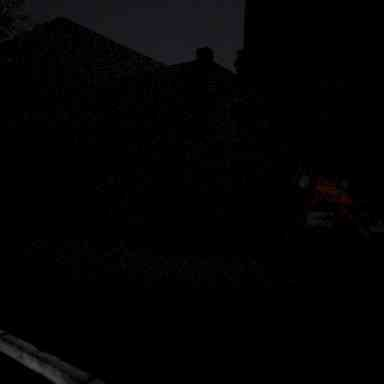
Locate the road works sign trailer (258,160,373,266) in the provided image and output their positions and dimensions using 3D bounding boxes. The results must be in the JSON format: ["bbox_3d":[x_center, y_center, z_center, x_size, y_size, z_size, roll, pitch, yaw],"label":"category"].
[{"bbox_3d":[4.117,1.344,11.244,2.380,3.560,2.880,7,39,-32],"label":"road works sign trailer"}]
